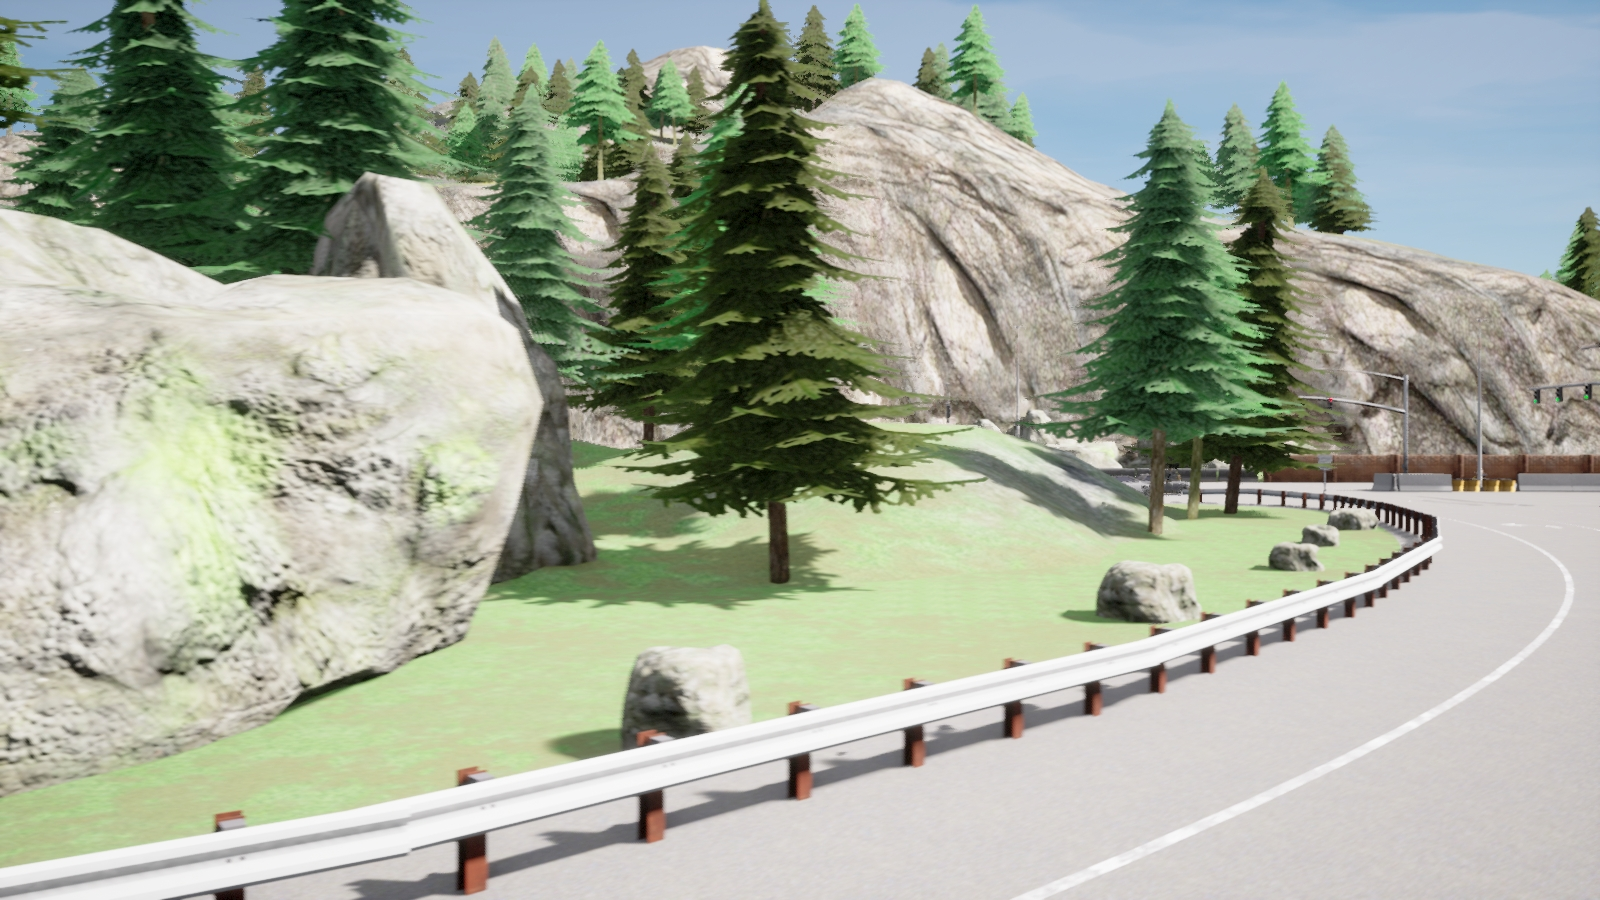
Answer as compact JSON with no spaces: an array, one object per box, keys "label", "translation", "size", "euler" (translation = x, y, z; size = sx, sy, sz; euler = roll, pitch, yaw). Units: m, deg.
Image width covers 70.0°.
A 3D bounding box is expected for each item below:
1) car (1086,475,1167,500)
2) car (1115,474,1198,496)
[{"label":"car","translation":[18.623,2.128,65.266],"size":[4.181,1.385,1.994],"euler":[0,0,7]},{"label":"car","translation":[22.366,2.165,71.837],"size":[4.718,1.301,1.895],"euler":[0,0,7]}]
